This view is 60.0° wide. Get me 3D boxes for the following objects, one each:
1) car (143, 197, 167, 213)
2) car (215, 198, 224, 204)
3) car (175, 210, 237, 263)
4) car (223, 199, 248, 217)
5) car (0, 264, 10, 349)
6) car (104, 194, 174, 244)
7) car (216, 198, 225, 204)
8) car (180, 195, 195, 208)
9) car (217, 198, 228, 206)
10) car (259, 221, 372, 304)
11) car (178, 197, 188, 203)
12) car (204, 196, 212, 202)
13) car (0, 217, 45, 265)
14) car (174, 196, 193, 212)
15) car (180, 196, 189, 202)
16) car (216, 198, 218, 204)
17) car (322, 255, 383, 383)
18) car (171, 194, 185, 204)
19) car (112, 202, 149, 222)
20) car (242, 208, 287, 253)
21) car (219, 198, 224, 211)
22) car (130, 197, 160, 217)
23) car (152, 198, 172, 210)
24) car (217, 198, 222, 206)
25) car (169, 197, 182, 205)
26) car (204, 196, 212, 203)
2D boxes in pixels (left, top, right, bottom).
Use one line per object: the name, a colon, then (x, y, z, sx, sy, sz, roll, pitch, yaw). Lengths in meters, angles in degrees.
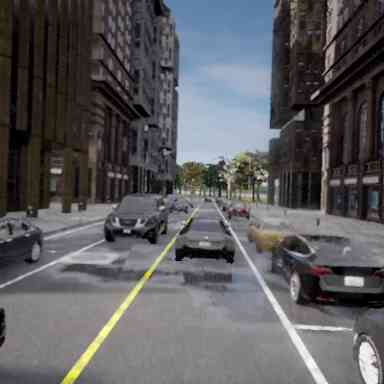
car: (-4.041, 1.374, 36.895, 1.967, 1.590, 4.097, 1, 0, 3)
car: (6.710, 2.089, 81.736, 1.947, 1.339, 4.313, 1, 0, 3)
car: (0.503, 1.591, 12.297, 1.994, 1.385, 4.181, 2, 0, 3)
car: (4.186, 1.623, 30.777, 1.967, 1.590, 4.097, 1, 0, 3)
car: (-3.169, 1.500, 1.595, 1.895, 1.301, 4.718, 2, 0, 4)
car: (-2.411, 1.144, 15.830, 2.150, 2.045, 5.566, 2, 1, 3)
car: (6.430, 2.019, 76.074, 1.887, 1.381, 4.507, 1, 0, 3)
car: (-0.676, 1.622, 48.922, 1.812, 1.442, 4.674, 2, 0, 3)
car: (5.869, 1.934, 64.750, 2.008, 1.369, 4.403, 1, 0, 3)
car: (3.057, 1.668, 8.131, 1.947, 1.339, 4.313, 2, 0, 3)
car: (-2.079, 1.763, 76.529, 1.947, 1.339, 4.313, 1, 0, 3)
car: (4.506, 1.874, 92.742, 2.128, 1.511, 4.902, 2, 0, 3)
car: (-5.450, 1.376, 8.585, 2.008, 1.369, 4.403, 2, 0, 3)
car: (-1.292, 1.535, 36.602, 1.837, 1.490, 4.892, 2, -1, 3)
car: (-1.798, 1.798, 82.191, 2.008, 1.369, 4.403, 1, 0, 3)
car: (5.308, 1.859, 53.427, 2.008, 1.369, 4.403, 1, 0, 3)
car: (2.776, 1.643, 2.468, 2.008, 1.369, 4.403, 2, 0, 3)
car: (-2.633, 1.421, 65.205, 2.192, 1.841, 5.009, 1, 0, 3)
car: (-4.607, 1.462, 25.570, 1.802, 1.307, 4.206, 2, 0, 3)
car: (3.349, 1.643, 13.961, 1.752, 1.417, 4.829, 2, 0, 3)
car: (4.745, 1.825, 42.102, 1.802, 1.307, 4.206, 1, 0, 3)
car: (-4.322, 1.346, 31.231, 1.967, 1.590, 4.097, 2, 0, 3)
car: (-3.763, 1.517, 42.557, 2.008, 1.369, 4.403, 1, 0, 3)
car: (5.026, 1.826, 47.765, 2.008, 1.369, 4.403, 1, 0, 3)
car: (-2.920, 1.649, 59.542, 1.802, 1.307, 4.206, 1, 0, 3)
car: (4.002, 1.963, 82.689, 1.812, 1.442, 4.674, 2, 0, 3)
